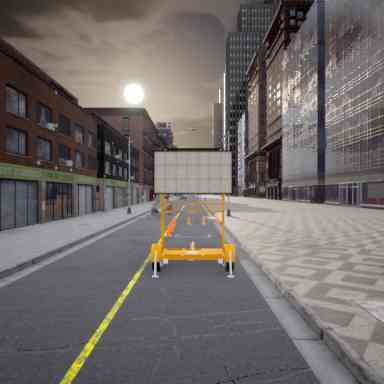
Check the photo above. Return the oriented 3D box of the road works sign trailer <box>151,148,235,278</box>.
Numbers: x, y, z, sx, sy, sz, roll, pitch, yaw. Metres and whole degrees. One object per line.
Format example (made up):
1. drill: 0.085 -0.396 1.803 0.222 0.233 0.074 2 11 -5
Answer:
1. road works sign trailer: 0.031 0.468 10.171 2.380 3.560 2.880 0 0 0

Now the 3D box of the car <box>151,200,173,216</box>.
1. car: -2.996 1.523 33.497 2.128 1.511 4.902 0 0 0
